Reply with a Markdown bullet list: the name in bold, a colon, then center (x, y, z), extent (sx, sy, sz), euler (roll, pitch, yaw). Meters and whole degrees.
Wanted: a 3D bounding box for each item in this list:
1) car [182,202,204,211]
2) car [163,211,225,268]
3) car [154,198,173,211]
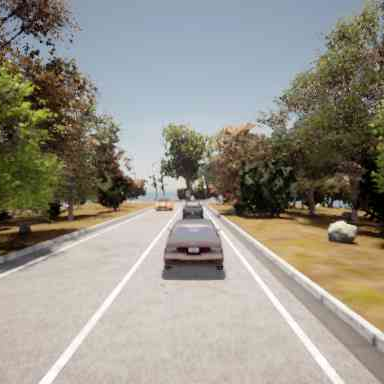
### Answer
- **car**: center (0.084, 1.636, 31.273), extent (2.128, 1.511, 4.902), euler (0, 0, 0)
- **car**: center (0.065, 1.619, 11.469), extent (2.033, 1.411, 5.357), euler (0, 0, 0)
- **car**: center (-3.596, 1.535, 42.916), extent (2.097, 1.767, 4.553), euler (0, 0, 0)
